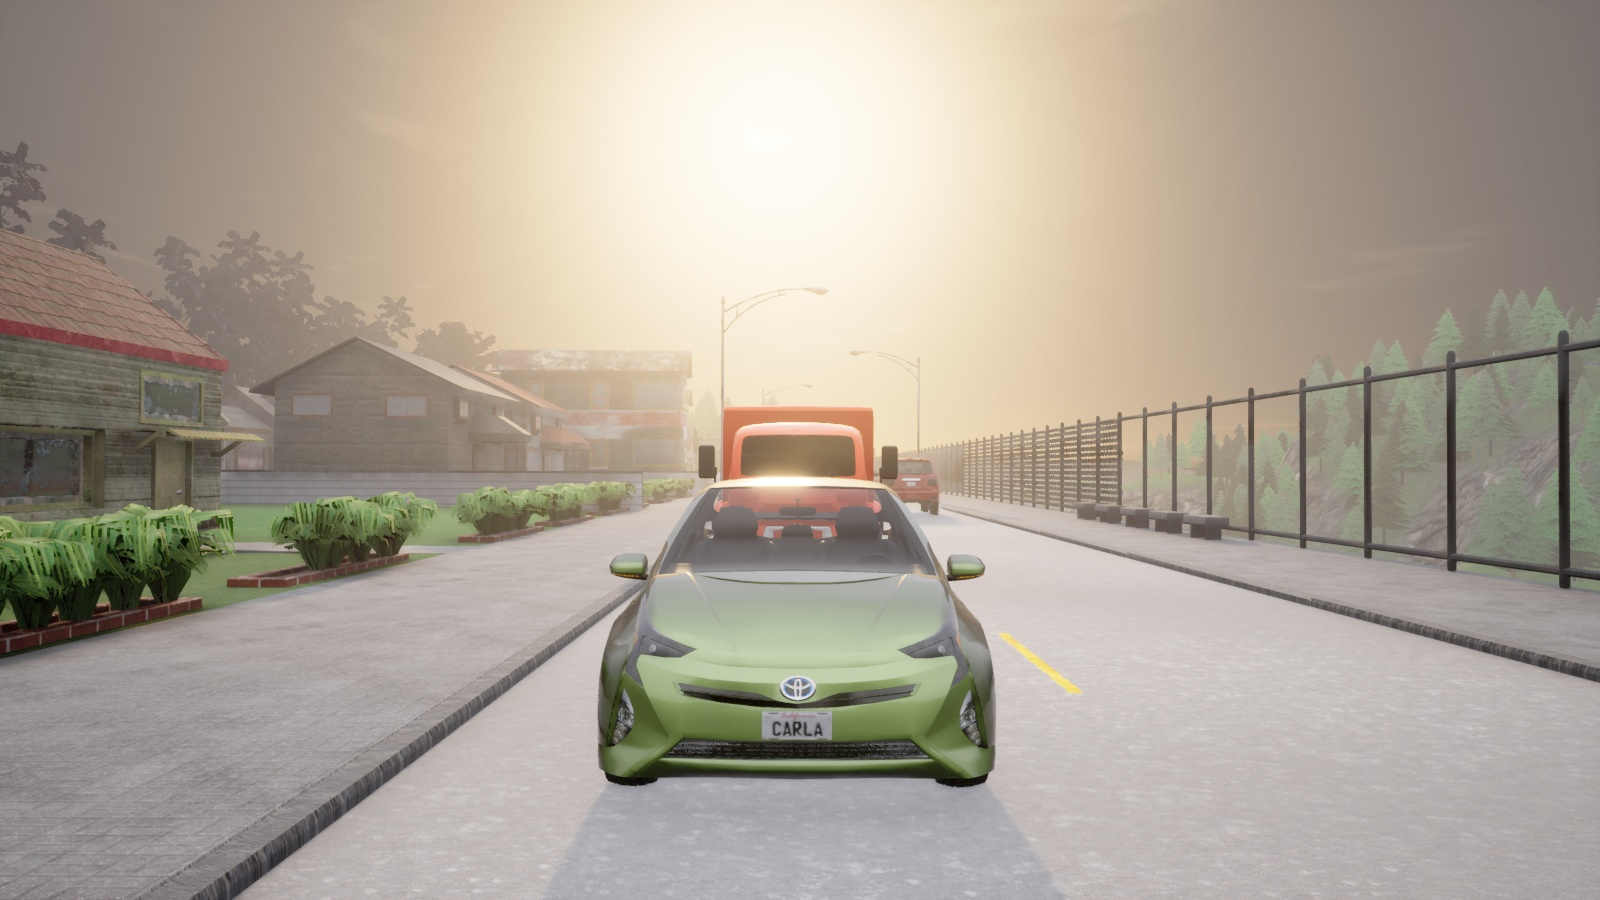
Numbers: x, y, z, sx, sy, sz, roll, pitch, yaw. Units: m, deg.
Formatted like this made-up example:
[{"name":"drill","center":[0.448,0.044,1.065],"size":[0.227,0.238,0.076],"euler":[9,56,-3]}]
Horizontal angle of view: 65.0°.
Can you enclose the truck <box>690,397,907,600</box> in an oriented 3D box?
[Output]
[{"name":"truck","center":[-0.026,0.625,17.897],"size":[2.627,2.467,5.204],"euler":[0,-1,0]}]

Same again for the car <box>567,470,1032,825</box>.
[{"name":"car","center":[-0.009,0.890,7.693],"size":[2.007,1.525,4.514],"euler":[0,-1,0]}]

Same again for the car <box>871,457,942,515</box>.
[{"name":"car","center":[3.922,1.307,47.095],"size":[2.150,2.045,5.566],"euler":[0,-1,0]}]
